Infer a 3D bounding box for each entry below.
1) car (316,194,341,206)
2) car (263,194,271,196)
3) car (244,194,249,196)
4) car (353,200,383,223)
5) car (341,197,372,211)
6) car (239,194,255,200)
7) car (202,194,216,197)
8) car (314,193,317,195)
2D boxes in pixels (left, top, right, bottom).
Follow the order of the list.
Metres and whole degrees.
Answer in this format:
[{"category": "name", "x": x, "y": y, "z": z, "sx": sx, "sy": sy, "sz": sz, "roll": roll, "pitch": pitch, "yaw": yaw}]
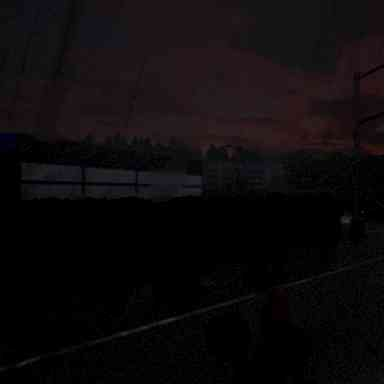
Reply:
[{"category": "car", "x": 17.240, "y": 1.358, "z": 39.899, "sx": 5.027, "sy": 1.636, "sz": 2.152, "roll": 0, "pitch": 0, "yaw": -38}, {"category": "car", "x": 18.360, "y": 1.244, "z": 80.343, "sx": 5.027, "sy": 1.636, "sz": 2.152, "roll": 0, "pitch": 0, "yaw": -38}, {"category": "car", "x": 9.855, "y": 1.378, "z": 61.852, "sx": 4.514, "sy": 1.523, "sz": 2.007, "roll": 0, "pitch": 0, "yaw": -38}, {"category": "car", "x": 14.125, "y": 1.532, "z": 23.096, "sx": 1.812, "sy": 1.442, "sz": 4.674, "roll": 1, "pitch": 0, "yaw": -34}, {"category": "car", "x": 19.214, "y": 1.358, "z": 37.461, "sx": 4.514, "sy": 1.523, "sz": 2.007, "roll": 0, "pitch": 0, "yaw": -38}, {"category": "car", "x": 14.150, "y": 1.341, "z": 85.196, "sx": 3.806, "sy": 1.475, "sz": 1.970, "roll": 0, "pitch": 0, "yaw": -38}, {"category": "car", "x": 2.736, "y": 1.210, "z": 72.099, "sx": 4.605, "sy": 1.855, "sz": 1.932, "roll": 0, "pitch": 0, "yaw": -38}, {"category": "car", "x": 26.246, "y": 1.134, "z": 70.268, "sx": 3.866, "sy": 1.878, "sz": 1.905, "roll": 0, "pitch": 0, "yaw": -38}]
